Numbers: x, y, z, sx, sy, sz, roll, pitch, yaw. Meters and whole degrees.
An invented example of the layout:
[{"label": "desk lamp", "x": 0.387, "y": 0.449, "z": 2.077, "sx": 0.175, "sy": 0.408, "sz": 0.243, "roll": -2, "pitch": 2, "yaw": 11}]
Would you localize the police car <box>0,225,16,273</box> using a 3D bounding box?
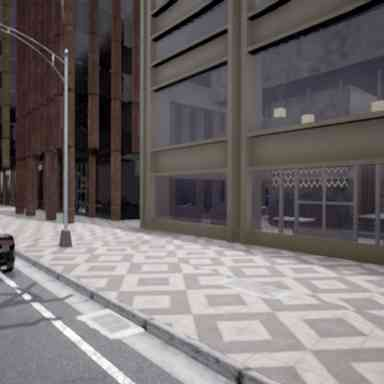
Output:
[{"label": "police car", "x": -6.725, "y": 1.385, "z": 9.789, "sx": 1.930, "sy": 1.638, "sz": 5.238, "roll": 0, "pitch": 0, "yaw": -41}]
